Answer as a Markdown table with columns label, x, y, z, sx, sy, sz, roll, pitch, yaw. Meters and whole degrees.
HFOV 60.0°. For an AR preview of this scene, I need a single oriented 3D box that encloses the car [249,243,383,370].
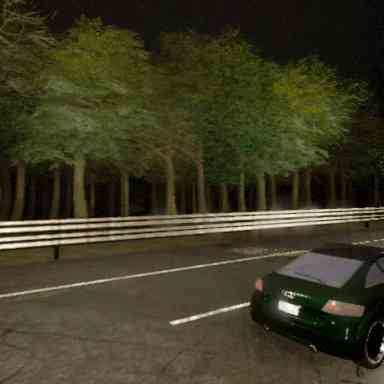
| label | x | y | z | sx | sy | sz | roll | pitch | yaw |
| --- | --- | --- | --- | --- | --- | --- | --- | --- | --- |
| car | 3.015 | 1.624 | 5.865 | 4.181 | 1.385 | 1.994 | 0 | -1 | -35 |
